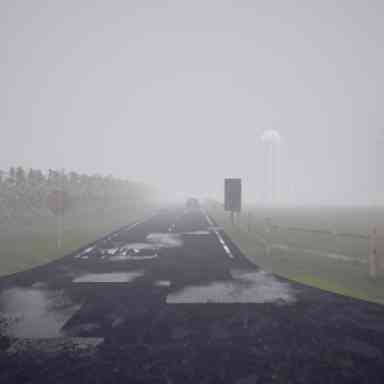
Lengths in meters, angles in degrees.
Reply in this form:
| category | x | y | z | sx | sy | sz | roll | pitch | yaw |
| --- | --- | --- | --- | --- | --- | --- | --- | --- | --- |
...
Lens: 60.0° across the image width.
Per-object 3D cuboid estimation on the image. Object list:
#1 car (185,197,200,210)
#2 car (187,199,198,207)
| category | x | y | z | sx | sy | sz | roll | pitch | yaw |
| --- | --- | --- | --- | --- | --- | --- | --- | --- | --- |
| car | 0.131 | 1.563 | 47.752 | 2.097 | 1.767 | 4.553 | 0 | 0 | 1 |
| car | 0.090 | 1.865 | 57.804 | 1.895 | 1.301 | 4.718 | 0 | 0 | 0 |
